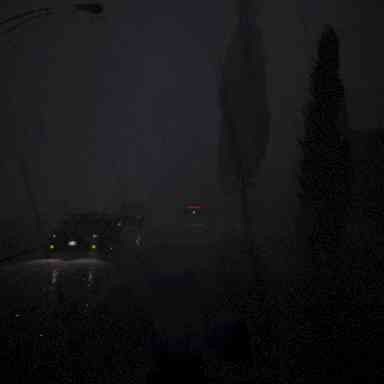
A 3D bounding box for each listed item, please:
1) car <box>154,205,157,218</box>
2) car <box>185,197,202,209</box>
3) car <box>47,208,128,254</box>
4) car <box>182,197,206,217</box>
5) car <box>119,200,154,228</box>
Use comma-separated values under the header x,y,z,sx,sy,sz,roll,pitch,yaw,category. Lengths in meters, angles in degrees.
x,y,z,sx,sy,sz,roll,pitch,yaw,category
-3.939,1.459,26.816,1.837,1.490,4.892,0,0,1,car
0.256,1.424,44.161,2.128,1.511,4.902,0,0,1,car
-4.047,1.539,13.219,1.994,1.385,4.181,0,0,0,car
0.196,1.459,30.372,1.837,1.490,4.892,0,0,1,car
-3.903,1.441,21.925,1.882,1.535,5.008,0,0,0,car
